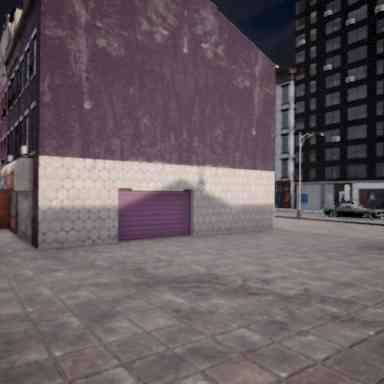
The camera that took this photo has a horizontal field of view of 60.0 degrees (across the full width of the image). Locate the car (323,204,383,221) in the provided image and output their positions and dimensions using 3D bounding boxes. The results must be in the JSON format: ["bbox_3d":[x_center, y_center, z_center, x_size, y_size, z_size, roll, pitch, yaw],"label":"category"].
[{"bbox_3d":[13.687,1.709,28.013,1.895,1.301,4.718,1,0,-35],"label":"car"}]
